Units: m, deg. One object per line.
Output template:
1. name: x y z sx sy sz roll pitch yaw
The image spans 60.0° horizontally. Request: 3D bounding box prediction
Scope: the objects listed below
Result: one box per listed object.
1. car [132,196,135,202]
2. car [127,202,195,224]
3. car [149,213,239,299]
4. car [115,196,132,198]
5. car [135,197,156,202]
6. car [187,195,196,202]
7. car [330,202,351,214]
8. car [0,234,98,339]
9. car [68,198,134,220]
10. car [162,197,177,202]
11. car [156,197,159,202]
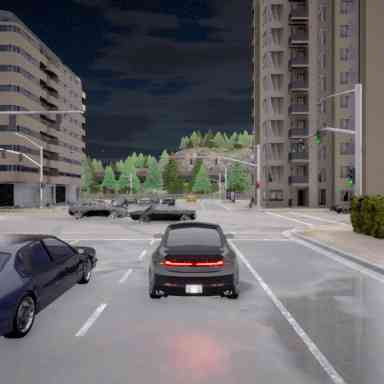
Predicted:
1. car: -10.675 1.505 58.290 1.837 1.490 4.892 0 0 0
2. car: -1.989 1.601 24.041 4.718 1.301 1.895 0 0 0
3. car: 0.049 1.505 8.445 1.837 1.490 4.892 0 0 0
4. car: -10.681 1.491 49.016 2.128 1.511 4.902 0 0 0
5. car: -7.183 1.526 51.982 1.812 1.442 4.674 0 0 -1
6. car: -0.125 1.478 73.854 1.882 1.535 5.008 0 0 0
7. car: 17.285 1.547 34.580 5.357 1.411 2.033 0 0 0
8. car: -3.461 1.547 6.516 2.033 1.411 5.357 0 0 0
9. car: -7.700 1.491 27.588 4.902 1.511 2.128 0 0 0
10. car: -3.570 1.504 52.346 1.837 1.490 4.892 0 0 1
11. car: -7.174 1.564 61.895 1.994 1.385 4.181 0 0 0
